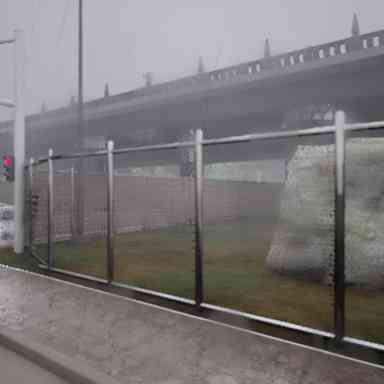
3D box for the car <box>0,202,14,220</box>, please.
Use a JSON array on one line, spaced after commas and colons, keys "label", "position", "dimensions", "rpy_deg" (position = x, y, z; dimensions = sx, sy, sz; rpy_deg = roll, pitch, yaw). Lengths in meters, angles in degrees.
[{"label": "car", "position": [-16.309, 1.516, 26.385], "dimensions": [1.812, 1.442, 4.674], "rpy_deg": [0, 0, 33]}]
